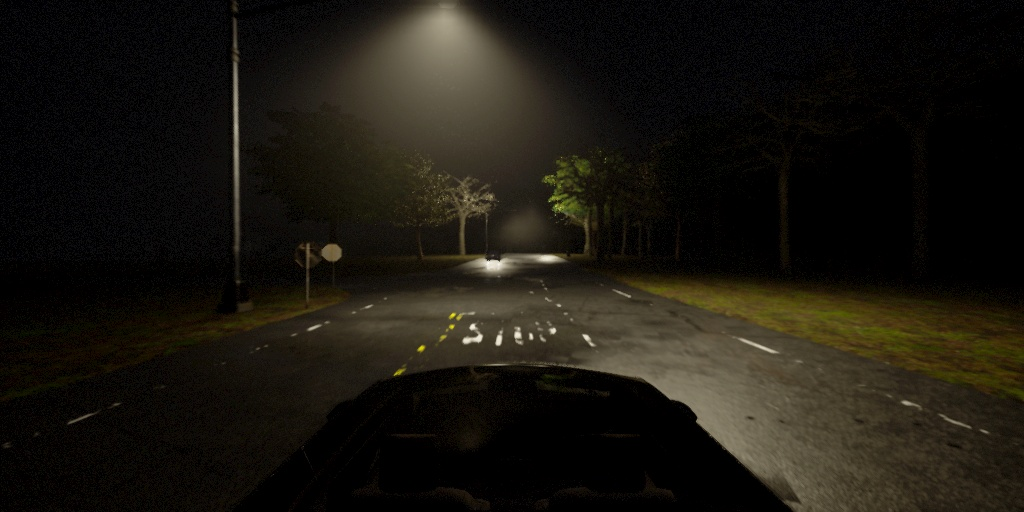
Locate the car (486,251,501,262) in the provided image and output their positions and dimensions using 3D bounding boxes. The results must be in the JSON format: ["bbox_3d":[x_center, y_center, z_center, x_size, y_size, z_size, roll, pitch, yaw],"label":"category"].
[{"bbox_3d":[-2.453,0.093,48.946,1.812,1.442,4.674,0,2,2],"label":"car"}]
